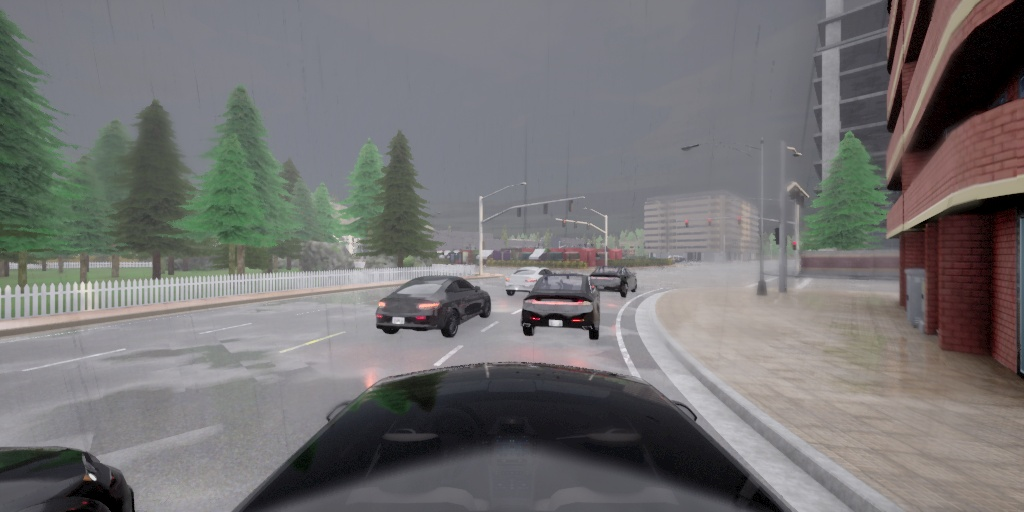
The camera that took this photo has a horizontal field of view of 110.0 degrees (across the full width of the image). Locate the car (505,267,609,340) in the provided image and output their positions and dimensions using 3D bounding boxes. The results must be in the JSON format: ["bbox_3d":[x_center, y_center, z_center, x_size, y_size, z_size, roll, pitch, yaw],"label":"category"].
[{"bbox_3d":[1.540,1.242,10.128,2.128,1.511,4.902,0,0,14],"label":"car"}]

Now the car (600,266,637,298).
[{"bbox_3d":[5.304,1.241,18.753,2.128,1.511,4.902,0,0,28],"label":"car"}]

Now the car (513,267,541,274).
[{"bbox_3d":[1.227,1.276,18.757,1.812,1.442,4.674,0,0,26],"label":"car"}]

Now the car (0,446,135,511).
[{"bbox_3d":[-3.170,1.314,0.344,1.994,1.385,4.181,0,0,-2],"label":"car"}]

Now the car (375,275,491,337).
[{"bbox_3d":[-2.007,1.276,10.252,1.812,1.442,4.674,0,0,13],"label":"car"}]
